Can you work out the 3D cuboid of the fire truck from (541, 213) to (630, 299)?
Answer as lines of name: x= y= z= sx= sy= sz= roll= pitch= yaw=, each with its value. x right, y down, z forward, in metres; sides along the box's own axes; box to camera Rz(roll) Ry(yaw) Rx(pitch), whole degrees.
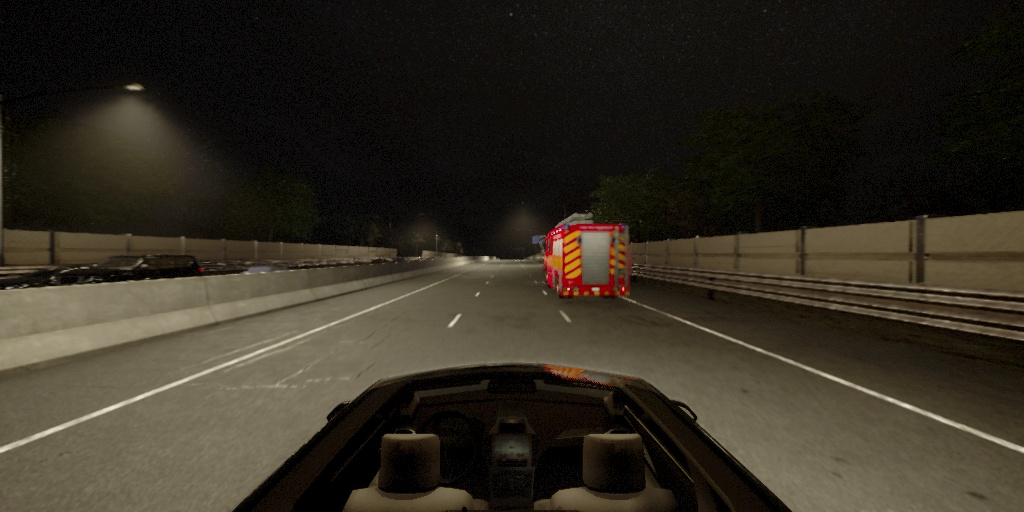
fire truck: x=3.502 y=0.084 z=19.030 sx=2.891 sy=3.827 sz=8.468 roll=0 pitch=0 yaw=0

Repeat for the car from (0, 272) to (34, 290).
car: x=-21.093 y=1.222 z=16.976 sx=1.837 sy=1.490 sz=4.892 roll=0 pitch=0 yaw=0

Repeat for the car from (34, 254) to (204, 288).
car: x=-17.594 y=0.939 z=16.873 sx=2.150 sy=2.045 sz=5.566 roll=0 pitch=0 yaw=0

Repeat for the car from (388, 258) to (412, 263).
car: x=-17.542 y=0.962 z=57.456 sx=2.033 sy=1.411 sz=5.357 roll=0 pitch=0 yaw=1

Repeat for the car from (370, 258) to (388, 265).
car: x=-21.049 y=0.970 z=57.470 sx=1.994 sy=1.385 sz=4.181 roll=0 pitch=0 yaw=1

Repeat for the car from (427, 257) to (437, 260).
car: x=-14.033 y=0.929 z=62.729 sx=2.033 sy=1.411 sz=5.357 roll=0 pitch=0 yaw=0

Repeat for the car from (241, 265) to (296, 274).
car: x=-14.102 y=1.244 z=20.753 sx=2.033 sy=1.411 sz=5.357 roll=0 pitch=0 yaw=0
